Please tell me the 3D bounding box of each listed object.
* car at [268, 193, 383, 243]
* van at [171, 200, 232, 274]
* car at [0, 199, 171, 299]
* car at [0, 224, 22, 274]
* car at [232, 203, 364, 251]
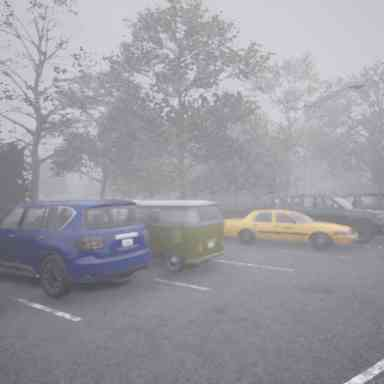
[{"bbox_3d":[6.110,1.121,15.499,5.566,2.045,2.435,-1,-1,35],"label":"car"},{"bbox_3d":[-1.246,1.229,10.417,4.442,1.987,1.878,-1,0,35],"label":"van"},{"bbox_3d":[-3.584,1.226,8.656,5.566,2.045,2.435,-1,0,34],"label":"car"},{"bbox_3d":[-5.967,1.500,6.930,5.008,1.535,2.097,-1,-1,34],"label":"car"},{"bbox_3d":[3.835,1.394,13.703,5.366,1.575,1.946,-1,-1,34],"label":"car"}]
